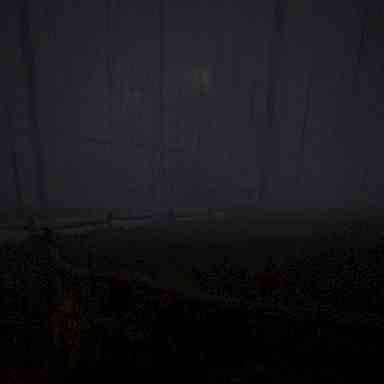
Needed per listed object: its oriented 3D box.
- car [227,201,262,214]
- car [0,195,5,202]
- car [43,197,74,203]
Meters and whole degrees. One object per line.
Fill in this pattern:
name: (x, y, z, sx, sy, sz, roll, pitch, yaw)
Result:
car: (5.125, 1.589, 31.801, 1.994, 1.385, 4.181, 0, 0, 39)
car: (-39.626, 1.443, 66.587, 1.905, 1.878, 3.866, 0, 0, 38)
car: (-20.586, 1.565, 51.640, 2.242, 1.667, 4.611, 0, 0, 38)
